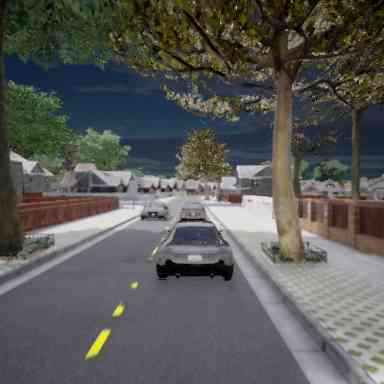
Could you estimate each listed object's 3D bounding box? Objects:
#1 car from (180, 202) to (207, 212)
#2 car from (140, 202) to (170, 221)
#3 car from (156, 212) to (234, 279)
[{"bbox_3d":[0.092,1.441,23.484,2.033,1.411,5.357,0,0,1],"label":"car"},{"bbox_3d":[-2.808,1.445,25.954,1.994,1.385,4.181,0,0,0],"label":"car"},{"bbox_3d":[0.083,1.522,9.908,1.994,1.385,4.181,0,0,0],"label":"car"}]
